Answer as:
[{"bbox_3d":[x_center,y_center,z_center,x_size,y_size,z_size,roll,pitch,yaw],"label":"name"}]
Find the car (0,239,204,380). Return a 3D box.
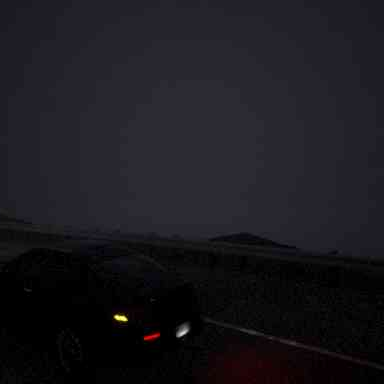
[{"bbox_3d":[-1.991,1.529,5.456,4.674,1.442,1.812,0,0,35],"label":"car"}]
